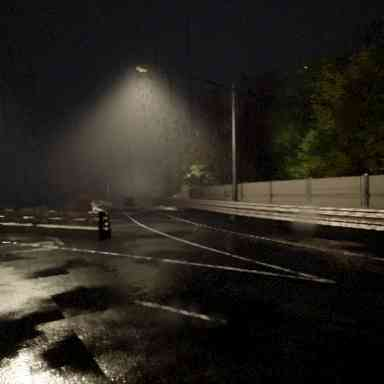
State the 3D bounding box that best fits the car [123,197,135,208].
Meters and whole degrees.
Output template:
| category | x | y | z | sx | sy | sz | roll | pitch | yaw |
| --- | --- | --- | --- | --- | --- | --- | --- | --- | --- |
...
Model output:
| category | x | y | z | sx | sy | sz | roll | pitch | yaw |
| --- | --- | --- | --- | --- | --- | --- | --- | --- | --- |
| car | -12.647 | 2.169 | 67.045 | 2.150 | 2.045 | 5.566 | -1 | -3 | -10 |
